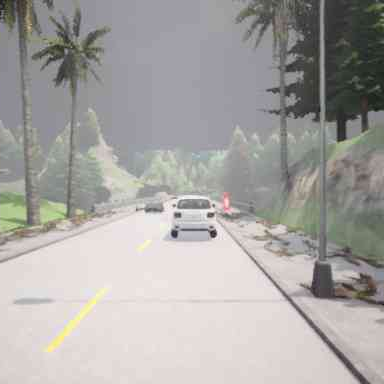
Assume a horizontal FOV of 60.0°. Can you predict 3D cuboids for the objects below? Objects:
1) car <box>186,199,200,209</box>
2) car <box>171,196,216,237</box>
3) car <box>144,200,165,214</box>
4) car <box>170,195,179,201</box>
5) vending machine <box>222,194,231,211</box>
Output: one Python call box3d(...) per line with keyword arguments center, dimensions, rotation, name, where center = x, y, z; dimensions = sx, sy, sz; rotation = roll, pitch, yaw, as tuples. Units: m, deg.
box3d(center=(0.108, 1.675, 48.069), dimensions=(1.895, 1.301, 4.718), rotation=(0, 0, 0), name="car")
box3d(center=(0.102, 1.250, 18.231), dimensions=(2.150, 2.045, 5.566), rotation=(0, 0, 0), name="car")
box3d(center=(-4.062, 1.604, 36.777), dimensions=(2.033, 1.411, 5.357), rotation=(0, 0, 0), name="car")
box3d(center=(-3.987, 1.330, 77.841), dimensions=(1.895, 1.301, 4.718), rotation=(0, 0, 0), name="car")
box3d(center=(4.307, 1.259, 41.867), dimensions=(1.100, 2.100, 0.880), rotation=(0, 0, 0), name="vending machine")
